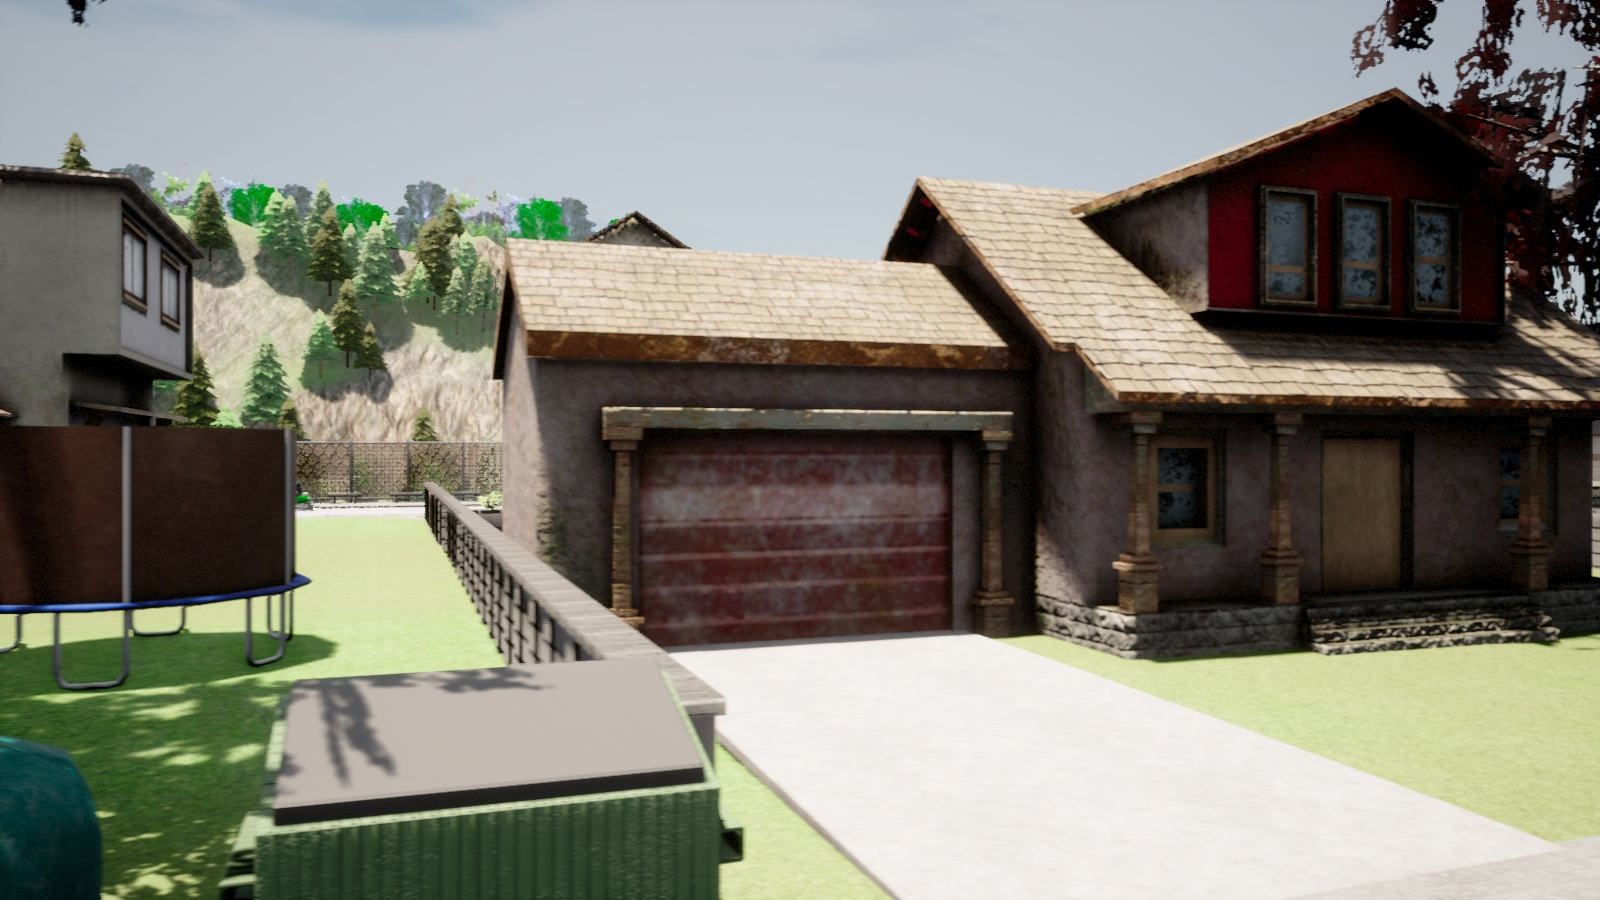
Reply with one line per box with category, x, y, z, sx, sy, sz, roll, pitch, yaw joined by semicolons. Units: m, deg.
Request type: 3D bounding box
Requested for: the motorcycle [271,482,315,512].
motorcycle;-23.216;2.142;52.342;1.805;1.316;0.856;0;0;-20
